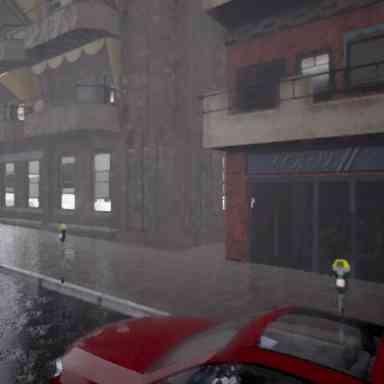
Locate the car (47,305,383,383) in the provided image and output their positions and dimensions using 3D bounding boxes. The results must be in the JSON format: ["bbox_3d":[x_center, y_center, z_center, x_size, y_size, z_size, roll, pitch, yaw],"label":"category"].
[{"bbox_3d":[0.677,1.564,2.403,4.206,1.307,1.802,2,0,35],"label":"car"}]
